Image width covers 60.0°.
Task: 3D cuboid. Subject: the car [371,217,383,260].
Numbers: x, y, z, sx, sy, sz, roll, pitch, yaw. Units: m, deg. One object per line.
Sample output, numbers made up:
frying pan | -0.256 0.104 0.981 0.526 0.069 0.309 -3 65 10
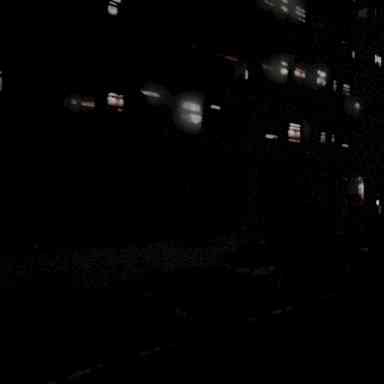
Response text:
car | 7.242 1.552 11.712 4.507 1.381 1.887 0 0 -35

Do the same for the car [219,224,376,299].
car | 2.608 1.585 8.409 4.206 1.307 1.802 0 0 -35
